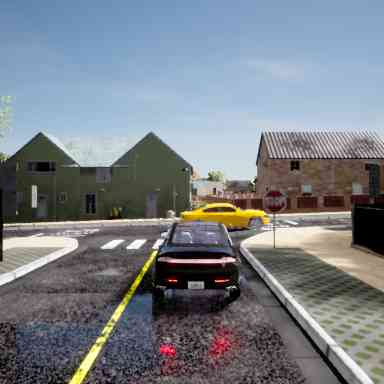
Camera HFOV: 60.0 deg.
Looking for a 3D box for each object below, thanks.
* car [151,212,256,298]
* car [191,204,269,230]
[{"bbox_3d":[0.159,1.493,8.513,2.128,1.511,4.902,0,0,2],"label":"car"},{"bbox_3d":[1.799,1.390,18.817,5.008,1.535,1.882,-3,0,1],"label":"car"}]
